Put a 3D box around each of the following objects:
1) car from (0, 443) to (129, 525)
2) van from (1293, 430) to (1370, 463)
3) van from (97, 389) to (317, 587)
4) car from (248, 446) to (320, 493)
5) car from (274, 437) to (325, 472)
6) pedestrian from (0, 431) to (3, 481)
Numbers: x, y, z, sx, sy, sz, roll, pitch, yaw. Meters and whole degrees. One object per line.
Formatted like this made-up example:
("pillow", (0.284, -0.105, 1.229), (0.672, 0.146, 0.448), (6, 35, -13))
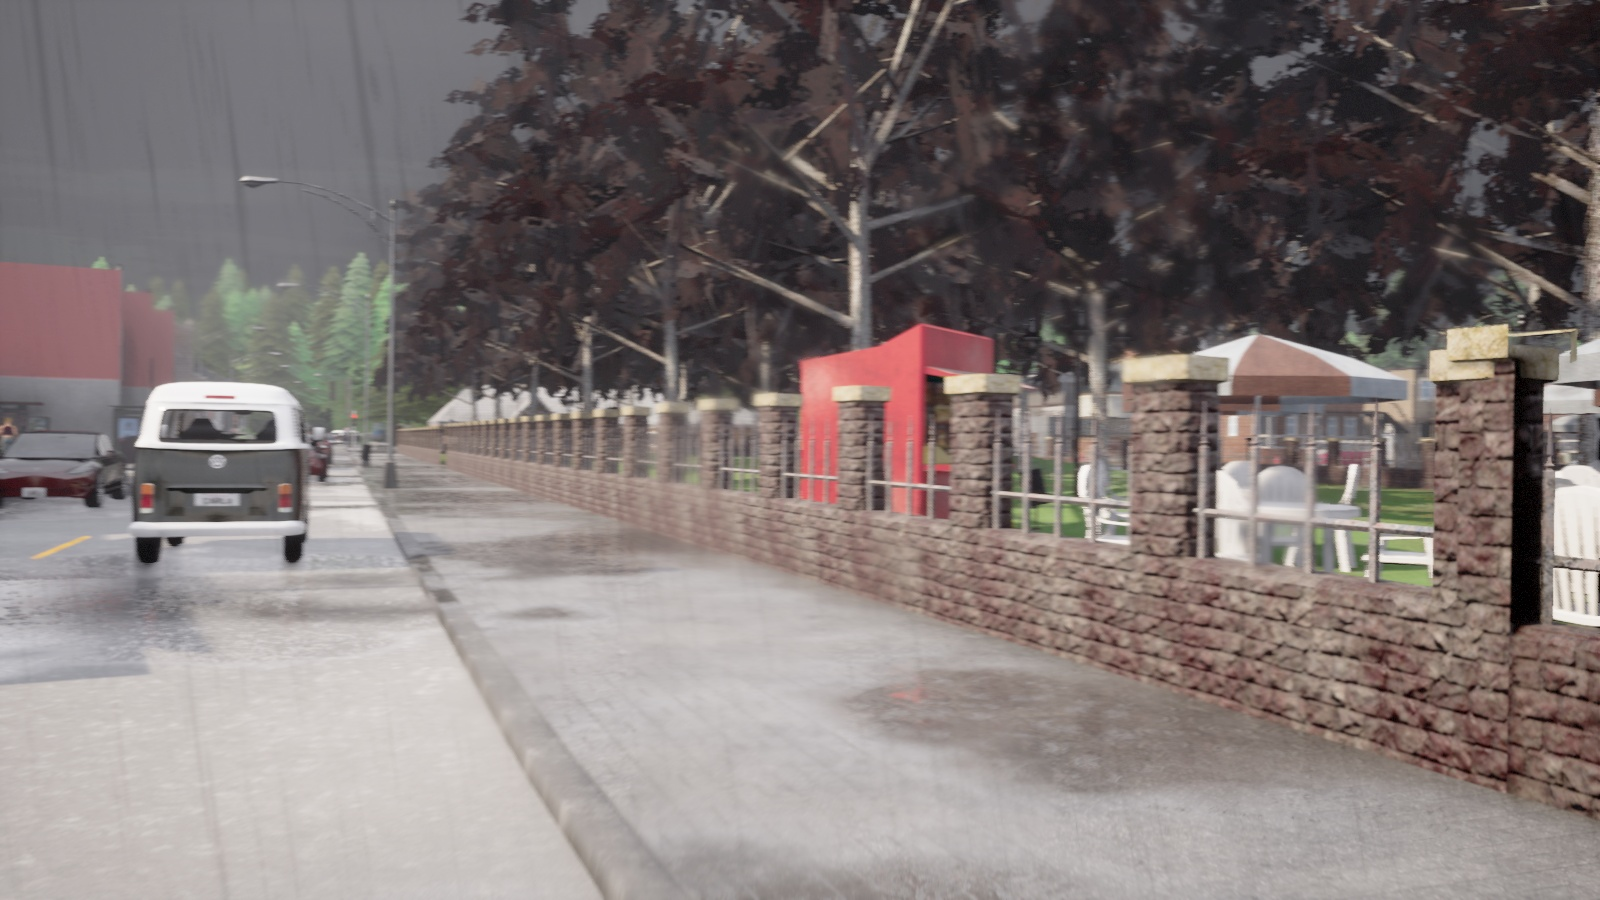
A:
("car", (-15.040, 0.607, 25.198), (2.163, 1.488, 4.792), (0, 0, -21))
("van", (33.003, -0.224, 77.996), (4.442, 1.987, 1.775), (0, 0, -21))
("van", (-7.048, 0.372, 15.382), (2.069, 2.038, 4.480), (0, 0, -21))
("car", (-16.322, 0.568, 39.882), (1.994, 1.385, 4.181), (0, 0, -21))
("car", (-24.919, 0.214, 62.655), (2.242, 1.667, 4.611), (0, 0, -20))
("pedestrian", (-29.274, 0.222, 45.751), (0.345, 1.836, 0.594), (-1, 1, -35))
